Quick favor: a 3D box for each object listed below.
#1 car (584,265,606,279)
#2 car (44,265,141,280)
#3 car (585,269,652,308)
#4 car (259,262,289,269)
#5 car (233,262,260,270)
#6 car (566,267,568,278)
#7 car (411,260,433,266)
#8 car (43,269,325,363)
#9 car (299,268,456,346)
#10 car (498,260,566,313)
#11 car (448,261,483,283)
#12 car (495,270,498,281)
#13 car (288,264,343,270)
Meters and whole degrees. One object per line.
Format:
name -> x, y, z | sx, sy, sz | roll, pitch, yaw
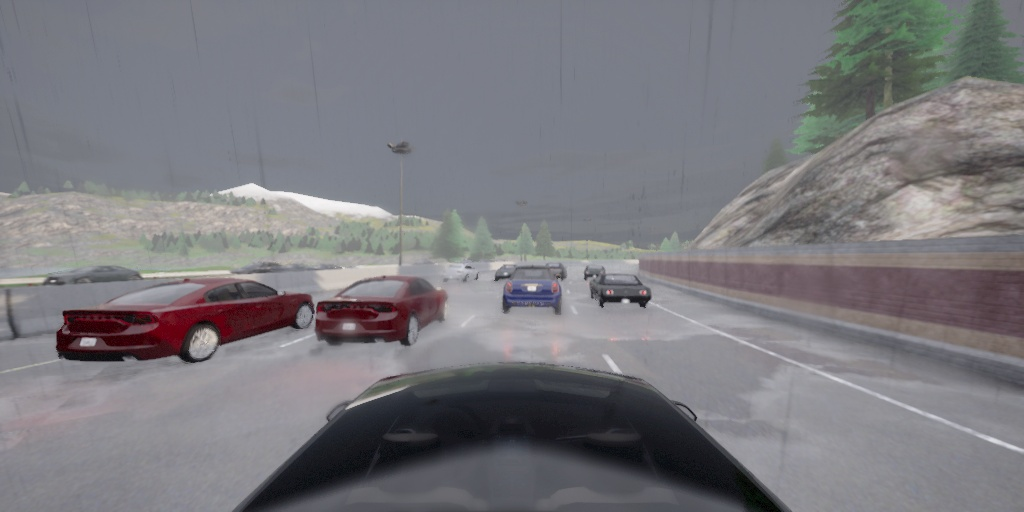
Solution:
car -> 7.651, 1.456, 32.956 | 1.895, 1.301, 4.718 | 0, 0, 14
car -> -26.476, 1.287, 22.873 | 1.994, 1.385, 4.181 | 0, 0, 8
car -> 4.486, 1.401, 15.587 | 1.895, 1.301, 4.718 | 0, 0, 6
car -> -18.232, 1.331, 29.955 | 1.994, 1.385, 4.181 | 0, 0, 11
car -> -21.629, 1.264, 30.839 | 1.837, 1.490, 4.892 | 0, 0, 11
car -> 3.830, 1.332, 31.899 | 2.128, 1.511, 4.902 | 0, 0, 13
car -> -15.684, 1.387, 62.910 | 1.812, 1.442, 4.674 | 0, 0, 22
car -> -6.629, 1.224, 8.185 | 1.882, 1.535, 5.008 | 0, 0, 3
car -> -3.043, 1.238, 9.483 | 1.882, 1.535, 5.008 | 0, 0, 3
car -> 0.872, 1.138, 14.332 | 2.097, 1.767, 4.553 | 0, 0, 5
car -> -4.044, 1.333, 28.632 | 1.812, 1.442, 4.674 | 0, 0, 11
car -> -0.090, 1.389, 30.440 | 1.994, 1.385, 4.181 | 0, 0, 12
car -> -14.970, 1.337, 28.344 | 1.994, 1.385, 4.181 | 0, 0, 11
